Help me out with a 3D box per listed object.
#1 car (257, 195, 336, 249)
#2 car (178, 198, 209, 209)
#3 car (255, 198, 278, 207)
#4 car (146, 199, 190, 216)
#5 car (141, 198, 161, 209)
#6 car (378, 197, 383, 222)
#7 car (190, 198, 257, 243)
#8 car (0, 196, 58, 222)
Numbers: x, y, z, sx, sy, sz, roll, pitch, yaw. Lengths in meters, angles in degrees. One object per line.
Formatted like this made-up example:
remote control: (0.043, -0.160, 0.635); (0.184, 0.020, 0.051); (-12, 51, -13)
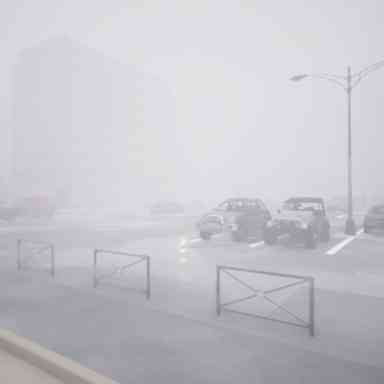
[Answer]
car: (4.497, 1.182, 13.916); (1.905, 1.878, 3.866); (0, 0, 34)
car: (0.256, 1.724, 50.651); (2.033, 1.411, 5.357); (0, 0, 34)
car: (12.791, 1.688, 56.824); (2.033, 1.411, 5.357); (0, 0, 34)
car: (-2.145, 1.726, 34.433); (1.837, 1.490, 4.892); (0, -1, 34)
car: (-5.344, 1.689, 48.641); (2.128, 1.511, 4.902); (0, 0, 34)
car: (16.522, 1.408, 26.871); (1.970, 1.475, 3.806); (0, 0, 34)
car: (2.130, 1.197, 15.582); (1.932, 1.855, 4.605); (0, 0, 34)
car: (-14.468, 1.388, 28.802); (2.150, 2.045, 5.566); (0, 1, 34)
